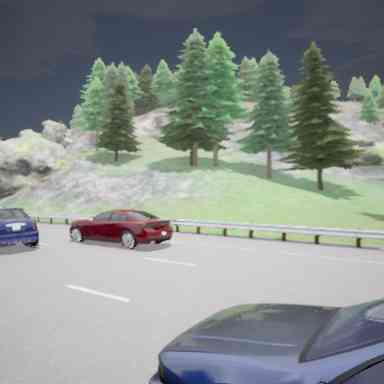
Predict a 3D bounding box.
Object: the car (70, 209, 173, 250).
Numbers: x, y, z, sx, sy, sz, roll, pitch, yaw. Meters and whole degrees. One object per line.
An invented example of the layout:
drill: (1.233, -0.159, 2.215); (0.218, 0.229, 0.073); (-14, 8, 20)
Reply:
car: (-3.167, 1.470, 14.347); (5.008, 1.535, 1.882); (0, 0, 33)

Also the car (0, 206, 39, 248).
car: (-8.298, 1.356, 13.400); (4.553, 1.767, 2.097); (0, 0, 31)

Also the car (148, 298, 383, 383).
car: (2.207, 1.540, 2.371); (5.357, 1.411, 2.033); (0, 0, 35)
